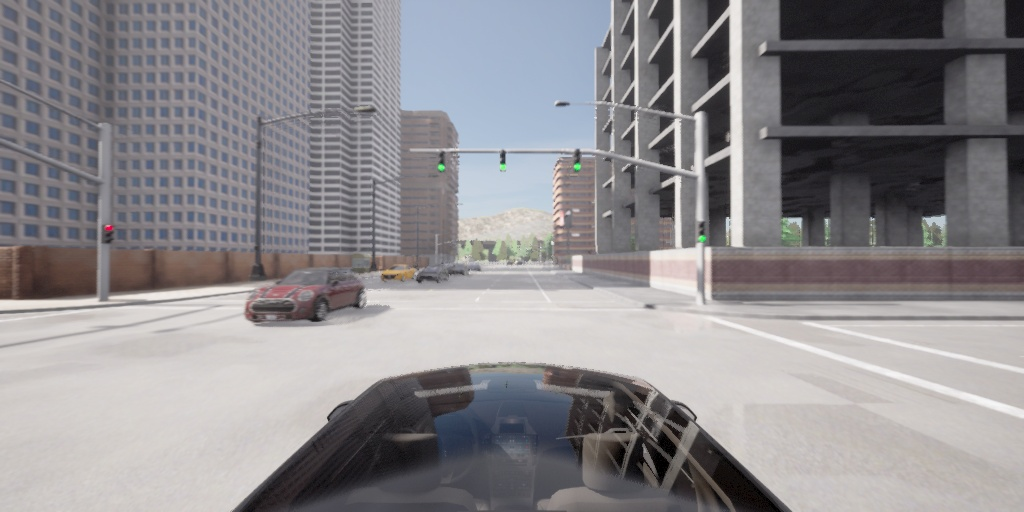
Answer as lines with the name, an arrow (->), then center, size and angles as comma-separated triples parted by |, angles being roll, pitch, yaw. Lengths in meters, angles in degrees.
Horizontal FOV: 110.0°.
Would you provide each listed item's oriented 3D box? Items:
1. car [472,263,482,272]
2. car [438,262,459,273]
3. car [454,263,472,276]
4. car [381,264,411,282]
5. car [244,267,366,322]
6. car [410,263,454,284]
car -> -5.988, 1.843, 57.785 | 1.994, 1.385, 4.181 | 0, -1, 2
car -> -9.586, 1.739, 54.235 | 2.128, 1.511, 4.902 | 0, -1, 2
car -> -6.359, 1.645, 43.072 | 1.837, 1.490, 4.892 | 0, -1, 1
car -> -10.214, 1.520, 32.578 | 1.882, 1.535, 5.008 | 0, 0, 2
car -> -6.974, 1.206, 12.660 | 2.097, 1.767, 4.553 | 0, 0, 0
car -> -6.760, 1.574, 30.983 | 2.033, 1.411, 5.357 | 0, -1, 2
